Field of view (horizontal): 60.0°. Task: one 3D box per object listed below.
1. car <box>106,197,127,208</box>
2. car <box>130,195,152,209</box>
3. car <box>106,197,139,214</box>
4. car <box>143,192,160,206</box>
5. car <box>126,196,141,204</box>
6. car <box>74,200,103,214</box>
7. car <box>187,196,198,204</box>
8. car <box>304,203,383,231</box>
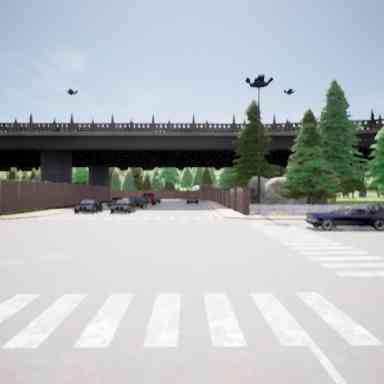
[{"bbox_3d":[-10.539,1.422,46.667,1.812,1.442,4.674,0,0,0],"label":"car"},{"bbox_3d":[-6.988,1.450,43.546,2.033,1.411,5.357,0,0,0],"label":"car"},{"bbox_3d":[-7.048,1.487,34.318,1.994,1.385,4.181,0,0,0],"label":"car"},{"bbox_3d":[-6.985,1.102,53.641,2.150,2.045,5.566,0,0,0],"label":"car"},{"bbox_3d":[-10.520,1.391,60.456,1.812,1.442,4.674,0,0,1],"label":"car"},{"bbox_3d":[-10.583,1.487,34.258,1.994,1.385,4.181,0,0,0],"label":"car"},{"bbox_3d":[0.095,1.430,60.338,1.994,1.385,4.181,0,0,0],"label":"car"},{"bbox_3d":[9.046,1.502,19.270,4.718,1.301,1.895,0,0,1],"label":"car"}]
